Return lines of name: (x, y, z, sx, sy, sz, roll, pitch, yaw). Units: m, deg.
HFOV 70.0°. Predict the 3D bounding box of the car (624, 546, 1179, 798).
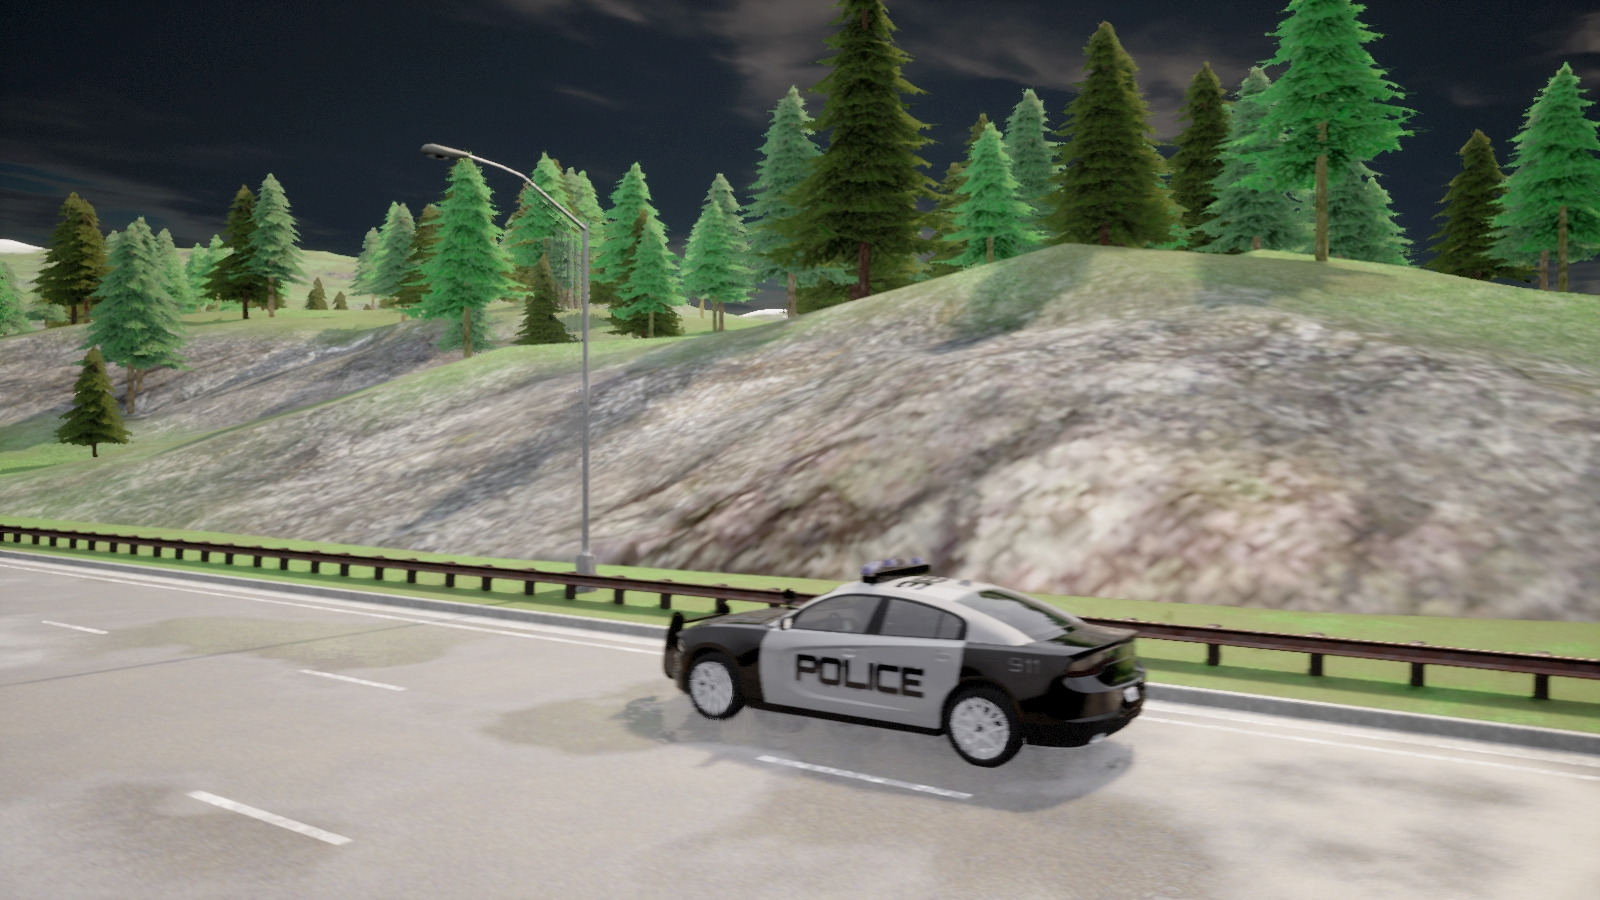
car: (0.874, 1.985, 11.555, 5.238, 1.638, 2.097, 0, 0, 35)
